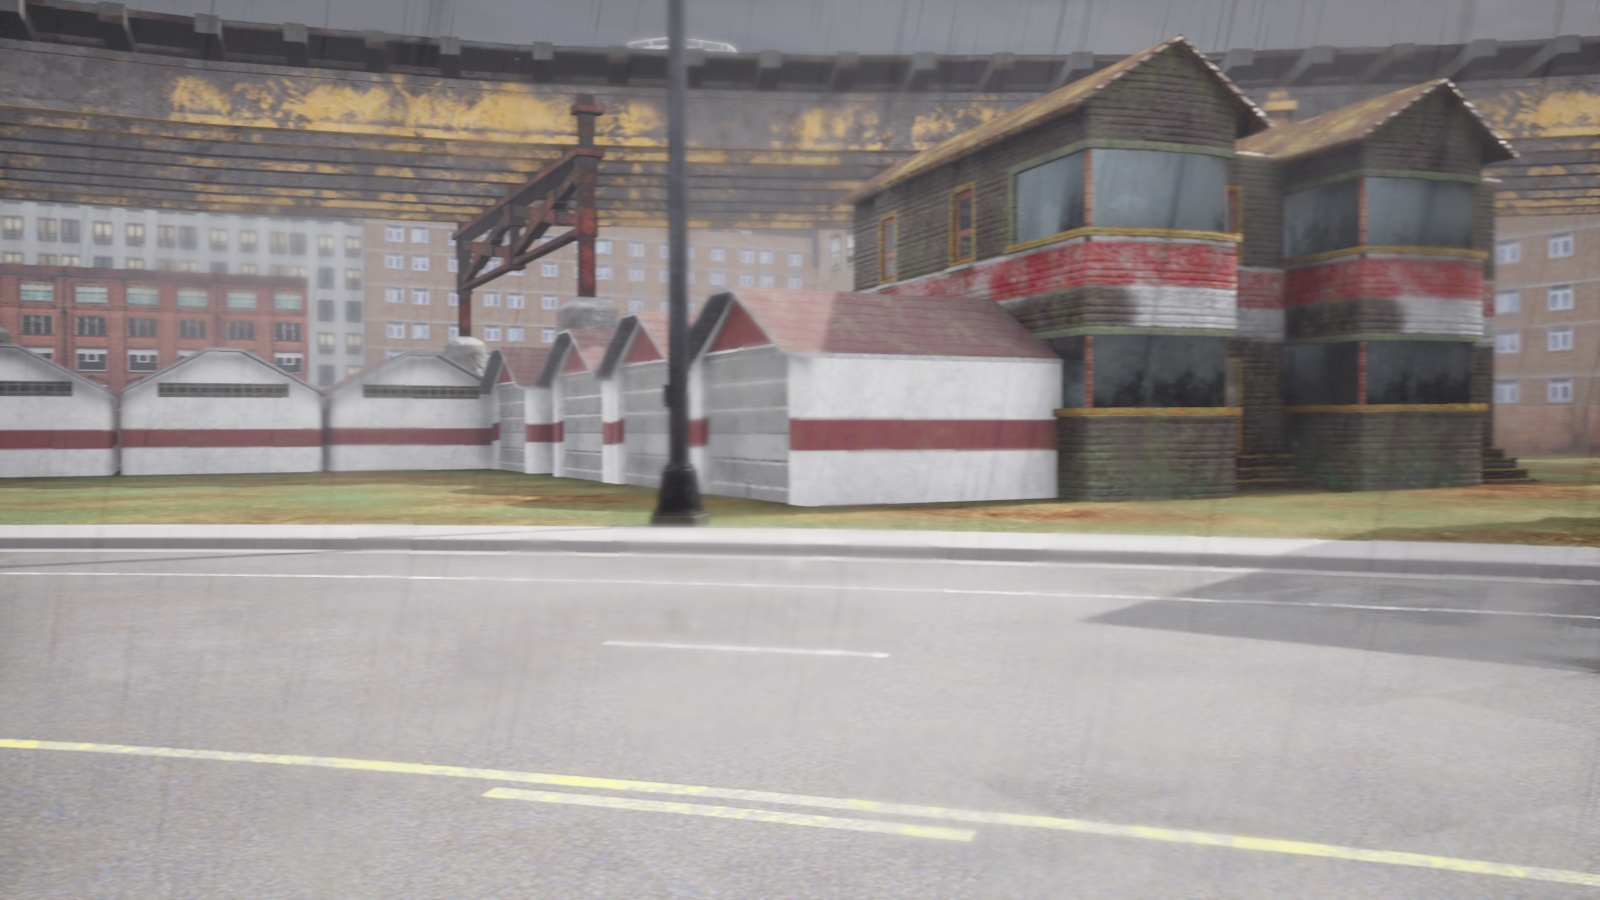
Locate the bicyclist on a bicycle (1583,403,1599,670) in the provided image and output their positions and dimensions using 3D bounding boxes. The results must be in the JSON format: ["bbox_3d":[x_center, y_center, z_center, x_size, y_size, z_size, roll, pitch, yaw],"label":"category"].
[{"bbox_3d":[6.304,0.577,8.272,1.843,1.776,0.659,1,2,24],"label":"bicyclist on a bicycle"}]
